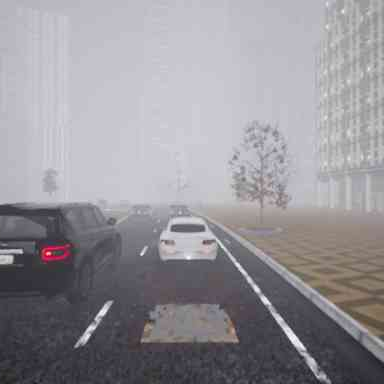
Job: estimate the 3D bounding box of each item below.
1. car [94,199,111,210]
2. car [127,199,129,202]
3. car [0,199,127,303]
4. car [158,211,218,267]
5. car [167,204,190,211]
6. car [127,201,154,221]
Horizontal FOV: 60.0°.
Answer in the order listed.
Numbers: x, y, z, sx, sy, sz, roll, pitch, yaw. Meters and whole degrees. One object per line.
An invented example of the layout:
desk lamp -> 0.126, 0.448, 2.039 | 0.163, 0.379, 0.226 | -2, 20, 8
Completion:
car -> -13.593, 1.809, 50.810 | 1.837, 1.490, 4.892 | 0, 0, -8
car -> -10.382, 1.852, 51.414 | 2.033, 1.411, 5.357 | 0, 0, -8
car -> -3.302, 1.275, 8.436 | 2.150, 2.045, 5.566 | 0, 0, -1
car -> -0.169, 1.595, 11.649 | 1.812, 1.442, 4.674 | 0, 0, -2
car -> -1.151, 1.718, 29.043 | 2.033, 1.411, 5.357 | 0, 0, -5
car -> -4.404, 1.721, 28.993 | 2.033, 1.411, 5.357 | 0, 0, -5
